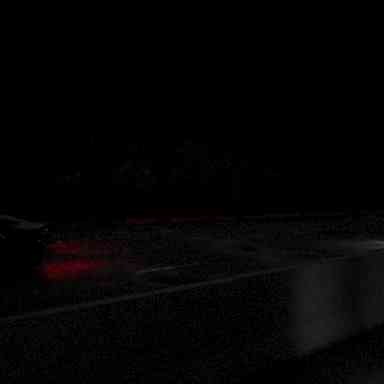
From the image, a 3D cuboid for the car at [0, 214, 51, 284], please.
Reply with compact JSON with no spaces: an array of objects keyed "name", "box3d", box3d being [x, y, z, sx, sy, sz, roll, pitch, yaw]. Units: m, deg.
[{"name":"car","box3d":[-6.205,1.474,7.987,4.892,1.490,1.837,0,0,-34]}]
